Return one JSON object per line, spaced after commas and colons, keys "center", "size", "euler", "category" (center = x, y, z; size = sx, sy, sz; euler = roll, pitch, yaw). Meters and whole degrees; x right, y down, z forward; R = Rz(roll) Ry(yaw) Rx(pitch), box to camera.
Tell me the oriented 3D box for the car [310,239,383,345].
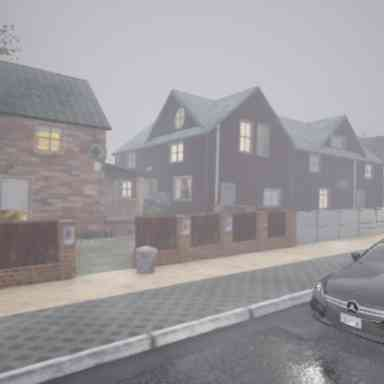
{"center": [4.122, 1.555, 6.017], "size": [4.674, 1.442, 1.812], "euler": [0, 0, -36], "category": "car"}
